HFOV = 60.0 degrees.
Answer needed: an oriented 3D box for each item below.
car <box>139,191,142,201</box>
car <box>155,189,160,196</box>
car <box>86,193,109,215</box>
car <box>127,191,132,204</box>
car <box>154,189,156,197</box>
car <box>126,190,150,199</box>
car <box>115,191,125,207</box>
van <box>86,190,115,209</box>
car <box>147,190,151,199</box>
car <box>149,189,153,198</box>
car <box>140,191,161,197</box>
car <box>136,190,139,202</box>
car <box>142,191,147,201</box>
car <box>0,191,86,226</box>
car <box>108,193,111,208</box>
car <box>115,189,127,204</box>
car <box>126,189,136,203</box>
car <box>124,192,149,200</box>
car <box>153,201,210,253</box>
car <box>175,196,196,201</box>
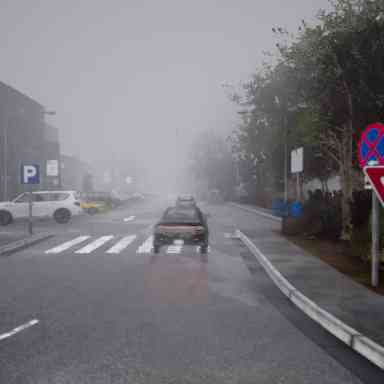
[{"bbox_3d":[-10.656,0.899,51.100,4.792,1.488,2.163,-1,0,-22],"label":"car"},{"bbox_3d":[-11.665,0.553,87.088,4.892,1.521,2.231,-1,0,-22],"label":"car"},{"bbox_3d":[-9.846,1.134,27.135,5.366,1.575,1.946,-1,0,-22],"label":"car"},{"bbox_3d":[-10.444,1.008,42.079,4.674,1.452,2.002,-1,0,-22],"label":"car"},{"bbox_3d":[-11.285,0.675,75.103,4.792,1.488,2.163,-1,0,-22],"label":"car"},{"bbox_3d":[-11.183,0.572,69.081,4.553,1.767,2.185,-1,0,-22],"label":"car"},{"bbox_3d":[-10.272,1.036,36.070,5.008,1.535,2.097,-1,1,-22],"label":"car"},{"bbox_3d":[-10.304,0.847,33.020,4.442,1.987,1.878,-1,1,-22],"label":"van"},{"bbox_3d":[-10.742,0.773,60.159,5.366,1.575,1.946,-1,0,-21],"label":"car"},{"bbox_3d":[-10.983,0.500,63.109,5.566,2.045,2.435,-1,0,-22],"label":"car"},{"bbox_3d":[-11.670,0.500,93.157,5.366,1.575,1.946,-1,0,-22],"label":"car"},{"bbox_3d":[-10.571,0.776,48.085,4.553,1.767,2.185,-1,1,-21],"label":"car"},{"bbox_3d":[-10.736,0.587,54.096,5.566,2.045,2.435,-1,0,-21],"label":"car"},{"bbox_3d":[-9.860,0.958,21.036,5.566,2.045,2.435,-1,1,-22],"label":"car"},{"bbox_3d":[-10.113,1.145,30.070,4.674,1.452,2.002,-1,0,-22],"label":"car"},{"bbox_3d":[-10.396,0.877,39.069,4.553,1.767,2.185,-1,0,-22],"label":"car"},{"bbox_3d":[-10.492,0.809,45.085,4.553,1.767,2.185,-1,1,-22],"label":"car"},{"bbox_3d":[-11.067,0.764,66.088,4.674,1.452,2.002,-1,1,-22],"label":"car"},{"bbox_3d":[-0.343,1.314,12.835,2.128,1.511,4.902,0,1,2],"label":"car"},{"bbox_3d":[-0.632,1.096,31.669,2.128,1.511,4.902,0,1,-2],"label":"car"}]
